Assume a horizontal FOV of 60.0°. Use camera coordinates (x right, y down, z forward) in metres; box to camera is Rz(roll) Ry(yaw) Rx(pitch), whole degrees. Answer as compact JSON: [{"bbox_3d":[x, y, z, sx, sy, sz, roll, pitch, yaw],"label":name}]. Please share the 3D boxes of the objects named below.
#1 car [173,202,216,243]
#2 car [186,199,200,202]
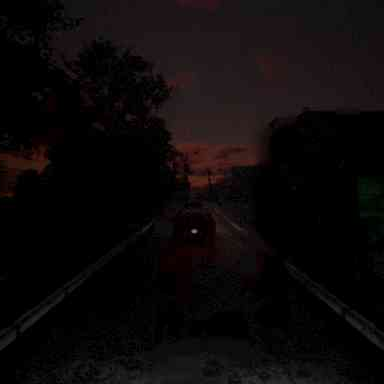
[{"bbox_3d":[0.095,1.480,16.248,1.882,1.535,5.008,0,0,0],"label":"car"},{"bbox_3d":[0.091,1.475,33.885,1.837,1.490,4.892,0,2,0],"label":"car"}]
